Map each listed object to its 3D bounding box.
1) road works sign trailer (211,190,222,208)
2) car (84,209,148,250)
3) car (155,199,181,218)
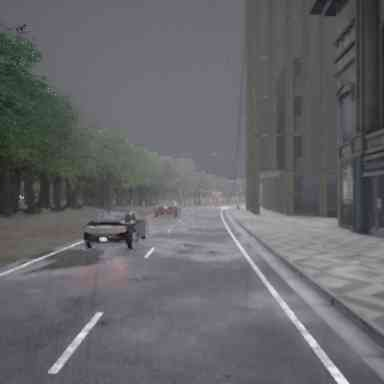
[{"bbox_3d":[5.080,1.439,68.626,2.380,3.560,2.880,0,-2,3],"label":"road works sign trailer"},{"bbox_3d":[-3.121,1.499,14.405,2.128,1.511,4.902,0,0,2],"label":"car"},{"bbox_3d":[-2.235,1.475,32.183,2.097,1.767,4.553,0,-1,4],"label":"car"}]
